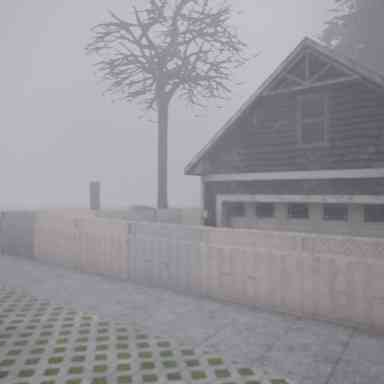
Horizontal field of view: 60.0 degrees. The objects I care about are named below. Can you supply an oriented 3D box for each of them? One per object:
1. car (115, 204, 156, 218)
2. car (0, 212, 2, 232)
[{"bbox_3d":[-5.153,1.912,29.968,1.882,1.535,5.008,0,0,35],"label":"car"},{"bbox_3d":[-11.744,1.873,20.603,1.895,1.301,4.718,0,-1,35],"label":"car"}]
